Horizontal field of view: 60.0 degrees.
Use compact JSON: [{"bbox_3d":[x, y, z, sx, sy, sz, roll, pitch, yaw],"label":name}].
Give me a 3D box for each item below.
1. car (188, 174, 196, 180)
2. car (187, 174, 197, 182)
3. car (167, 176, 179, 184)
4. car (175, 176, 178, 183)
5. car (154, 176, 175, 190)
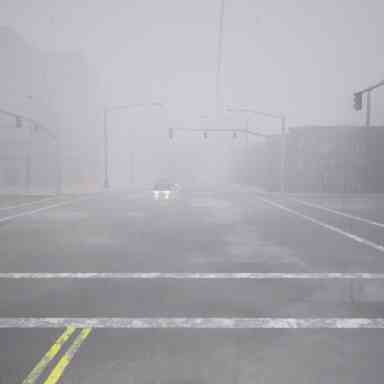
[{"bbox_3d":[0.026,-3.693,80.724,2.033,1.411,5.357,0,4,0],"label":"car"},{"bbox_3d":[0.022,-2.968,70.897,1.994,1.385,4.181,0,4,0],"label":"car"},{"bbox_3d":[-3.546,-2.275,61.448,1.895,1.301,4.718,0,4,0],"label":"car"},{"bbox_3d":[-3.578,-1.689,51.329,1.837,1.490,4.892,0,4,0],"label":"car"},{"bbox_3d":[-3.585,-0.961,41.423,1.994,1.385,4.181,0,4,0],"label":"car"}]
